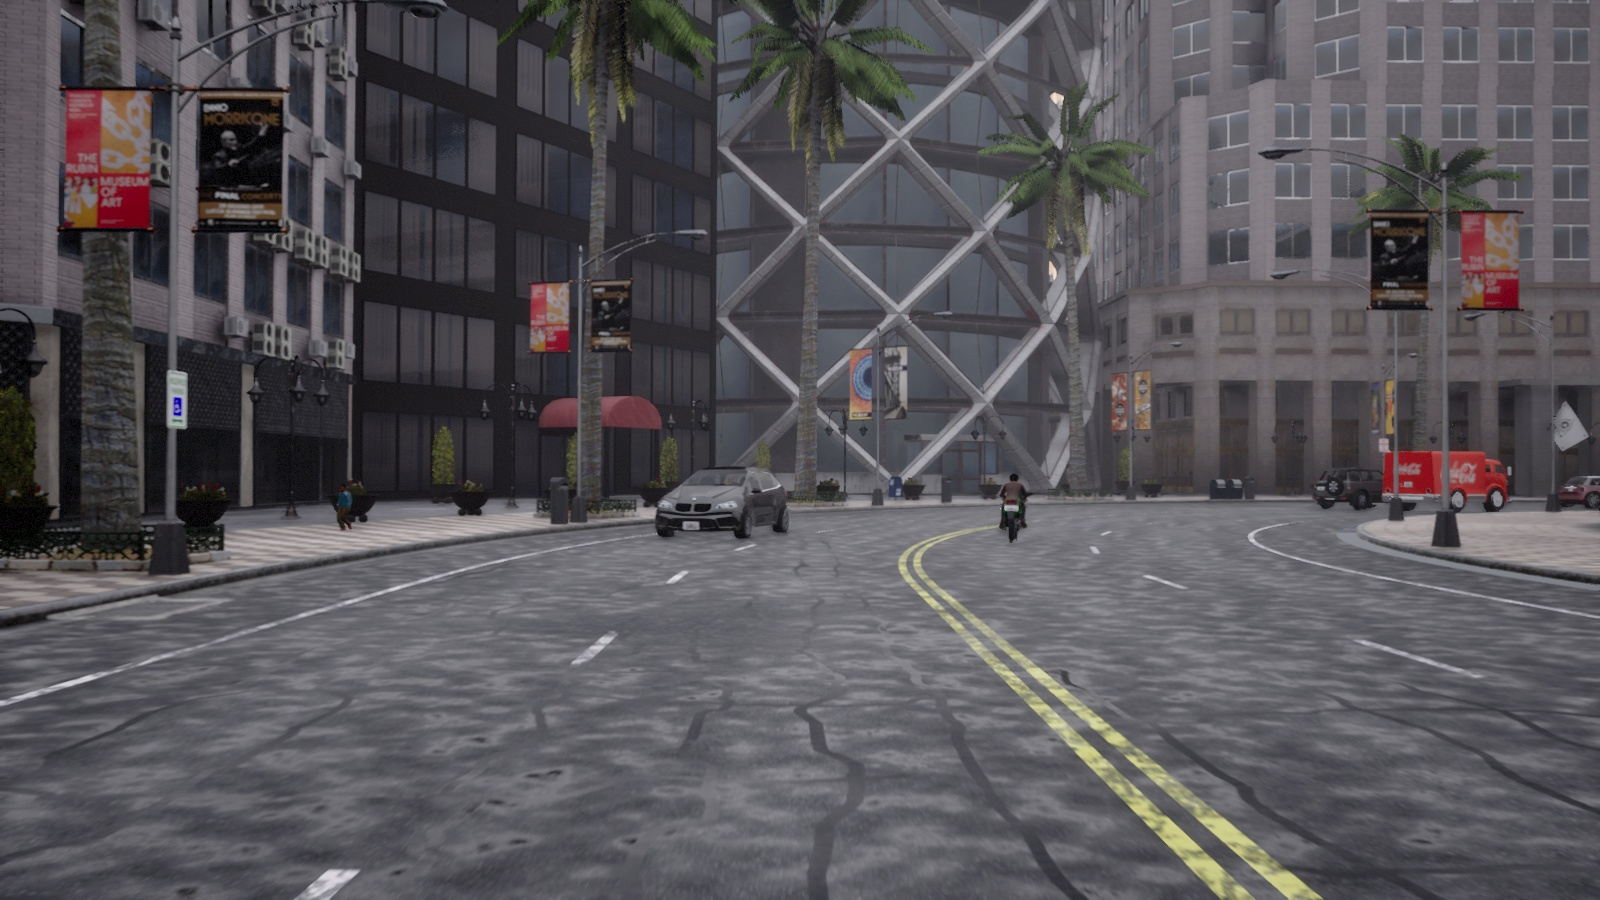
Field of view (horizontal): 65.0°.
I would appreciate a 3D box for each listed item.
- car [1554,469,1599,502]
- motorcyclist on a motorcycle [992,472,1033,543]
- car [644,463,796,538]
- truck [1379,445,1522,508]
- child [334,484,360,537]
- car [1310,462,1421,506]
[{"bbox_3d":[36.985,1.594,57.469,3.806,1.475,1.970,0,-1,-6],"label":"car"},{"bbox_3d":[4.759,1.247,28.017,0.797,1.523,2.044,0,-1,13],"label":"motorcyclist on a motorcycle"},{"bbox_3d":[-1.826,1.177,30.512,2.242,1.667,4.611,-1,-1,16],"label":"car"},{"bbox_3d":[26.581,1.081,51.327,5.204,2.467,2.627,0,-1,-27],"label":"truck"},{"bbox_3d":[-10.393,1.375,28.816,0.343,1.192,0.448,-1,-1,24],"label":"child"},{"bbox_3d":[24.380,1.440,54.149,4.605,1.855,1.932,0,-1,-28],"label":"car"}]
